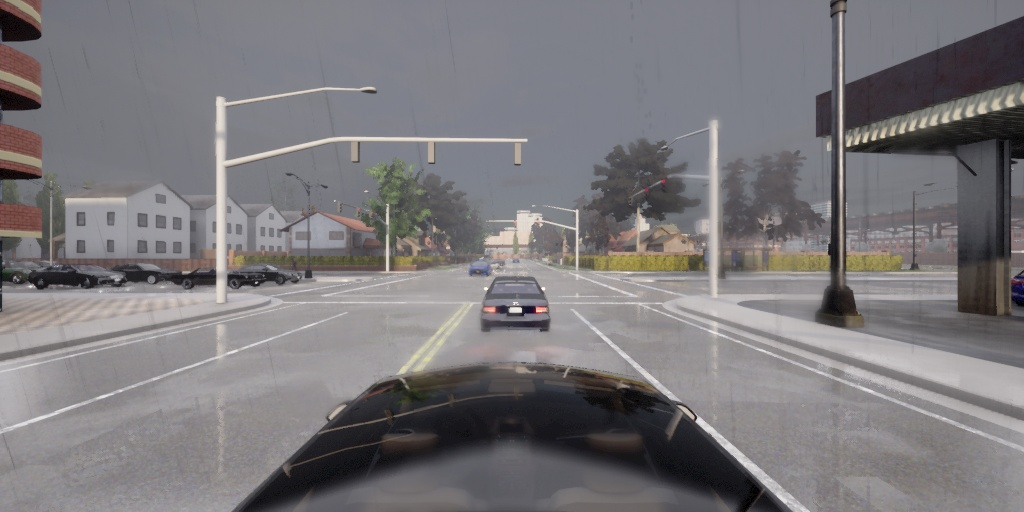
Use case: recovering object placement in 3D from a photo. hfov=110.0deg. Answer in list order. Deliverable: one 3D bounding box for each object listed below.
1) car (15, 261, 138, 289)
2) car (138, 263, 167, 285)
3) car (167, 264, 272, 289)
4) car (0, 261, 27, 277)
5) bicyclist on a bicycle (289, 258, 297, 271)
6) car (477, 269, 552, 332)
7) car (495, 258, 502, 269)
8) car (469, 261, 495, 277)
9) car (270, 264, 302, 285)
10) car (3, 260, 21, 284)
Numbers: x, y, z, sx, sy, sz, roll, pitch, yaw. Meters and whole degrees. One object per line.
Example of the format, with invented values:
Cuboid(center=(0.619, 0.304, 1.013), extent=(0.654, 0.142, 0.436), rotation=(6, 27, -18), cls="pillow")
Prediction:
Cuboid(center=(-27.124, 1.242, 22.489), extent=(4.902, 1.511, 2.128), rotation=(0, 0, 1), cls="car")
Cuboid(center=(-26.769, 1.228, 25.982), extent=(5.008, 1.535, 1.882), rotation=(0, 0, 1), cls="car")
Cuboid(center=(-18.092, 1.351, 22.331), extent=(4.718, 1.301, 1.895), rotation=(0, 0, 1), cls="car")
Cuboid(center=(-50.280, 1.255, 34.493), extent=(4.892, 1.490, 1.837), rotation=(0, 0, 2), cls="car")
Cuboid(center=(-26.522, 1.051, 43.463), extent=(0.582, 1.620, 1.656), rotation=(0, 0, 1), cls="bicyclist on a bicycle")
Cuboid(center=(0.087, 1.297, 10.812), extent=(2.033, 1.411, 5.357), rotation=(0, 0, 0), cls="car")
Cuboid(center=(-2.832, 1.351, 52.369), extent=(1.895, 1.301, 4.718), rotation=(0, 0, 1), cls="car")
Cuboid(center=(-3.096, 1.227, 35.781), extent=(1.882, 1.535, 5.008), rotation=(0, 0, 2), cls="car")
Cuboid(center=(-17.707, 1.276, 25.858), extent=(4.674, 1.442, 1.812), rotation=(0, 0, 1), cls="car")
Cuboid(center=(-36.054, 1.102, 26.133), extent=(4.553, 1.767, 2.097), rotation=(0, 0, 1), cls="car")
